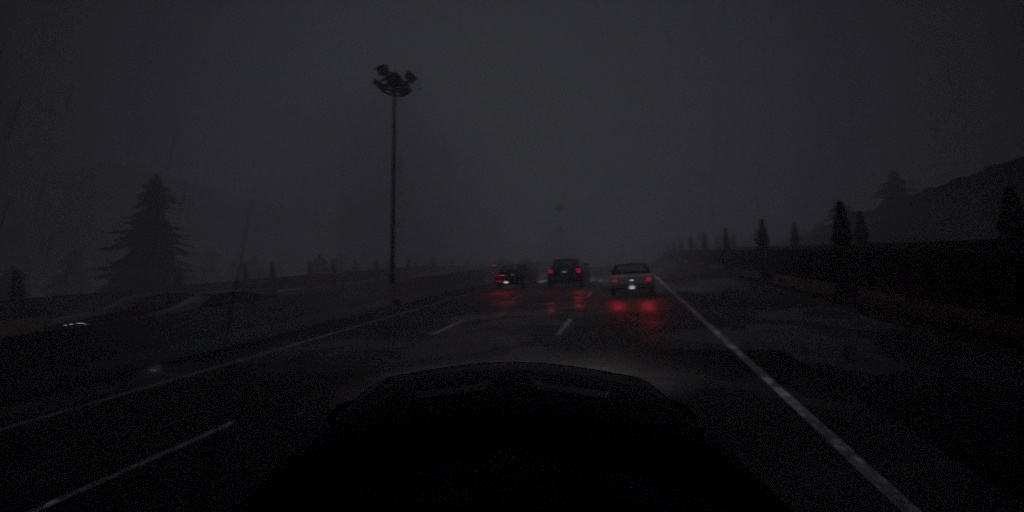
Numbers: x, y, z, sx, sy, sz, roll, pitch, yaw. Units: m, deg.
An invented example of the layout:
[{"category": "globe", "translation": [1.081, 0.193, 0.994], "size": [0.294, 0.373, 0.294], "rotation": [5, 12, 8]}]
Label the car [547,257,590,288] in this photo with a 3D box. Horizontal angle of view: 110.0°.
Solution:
[{"category": "car", "translation": [3.555, 0.874, 22.079], "size": [2.097, 1.767, 4.553], "rotation": [-4, 0, 18]}]

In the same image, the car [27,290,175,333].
[{"category": "car", "translation": [-13.938, 2.167, 13.722], "size": [1.882, 1.535, 5.008], "rotation": [-4, 0, 18]}]

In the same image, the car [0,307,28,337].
[{"category": "car", "translation": [-18.011, 2.526, 12.403], "size": [1.994, 1.385, 4.181], "rotation": [-4, 0, 18]}]

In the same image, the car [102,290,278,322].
[{"category": "car", "translation": [-10.598, 1.991, 12.689], "size": [1.812, 1.442, 4.674], "rotation": [-4, 0, 18]}]

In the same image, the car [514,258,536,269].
[{"category": "car", "translation": [1.959, 1.069, 52.097], "size": [1.994, 1.385, 4.181], "rotation": [-4, -2, 18]}]

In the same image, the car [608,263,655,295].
[{"category": "car", "translation": [5.622, 0.982, 16.979], "size": [1.895, 1.301, 4.718], "rotation": [-4, 0, 18]}]

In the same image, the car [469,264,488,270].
[{"category": "car", "translation": [-4.685, 1.928, 54.170], "size": [2.033, 1.411, 5.357], "rotation": [-4, -2, 18]}]

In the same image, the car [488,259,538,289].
[{"category": "car", "translation": [0.359, 1.244, 23.522], "size": [1.837, 1.490, 4.892], "rotation": [-4, 0, 18]}]

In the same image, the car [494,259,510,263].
[{"category": "car", "translation": [-1.373, 1.240, 53.156], "size": [1.837, 1.490, 4.892], "rotation": [-4, -2, 18]}]
